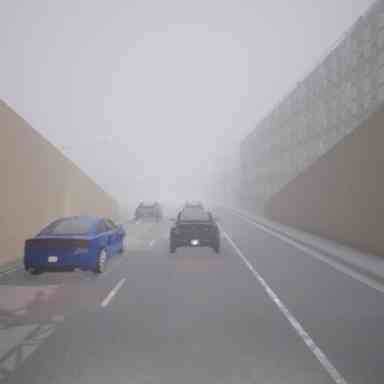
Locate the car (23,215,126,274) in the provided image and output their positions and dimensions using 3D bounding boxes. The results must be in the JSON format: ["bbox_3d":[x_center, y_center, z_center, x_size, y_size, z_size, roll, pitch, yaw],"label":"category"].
[{"bbox_3d":[-3.397,1.479,10.591,1.882,1.535,5.008,0,0,0],"label":"car"}]

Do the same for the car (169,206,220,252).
[{"bbox_3d":[0.104,1.504,13.823,1.837,1.490,4.892,0,-1,0],"label":"car"}]

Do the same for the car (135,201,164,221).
[{"bbox_3d":[-3.391,1.494,26.904,2.128,1.511,4.902,0,0,0],"label":"car"}]

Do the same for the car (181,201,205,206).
[{"bbox_3d":[0.109,1.495,28.289,2.128,1.511,4.902,0,0,0],"label":"car"}]
